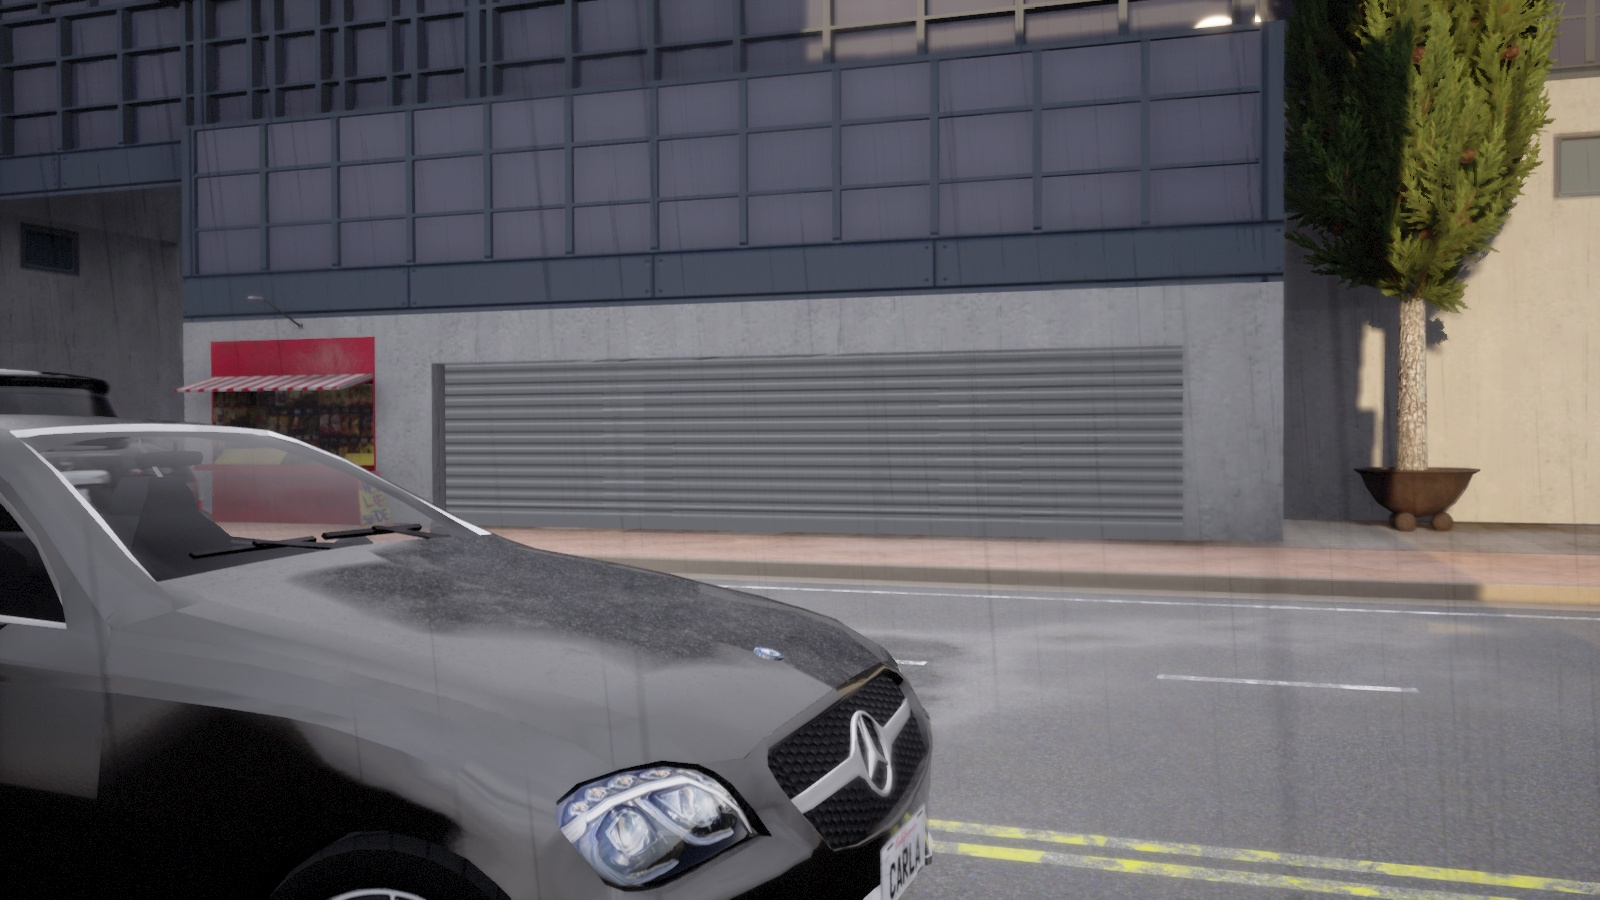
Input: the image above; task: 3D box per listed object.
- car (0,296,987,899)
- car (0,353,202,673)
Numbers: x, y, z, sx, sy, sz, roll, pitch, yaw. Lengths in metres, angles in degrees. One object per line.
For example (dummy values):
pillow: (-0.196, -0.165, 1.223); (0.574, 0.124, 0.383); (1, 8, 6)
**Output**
car: (-2.120, 0.537, 3.904); (5.027, 1.651, 2.152); (0, 1, 19)
car: (-7.553, 0.372, 9.483); (5.566, 2.045, 2.150); (0, 1, 19)
